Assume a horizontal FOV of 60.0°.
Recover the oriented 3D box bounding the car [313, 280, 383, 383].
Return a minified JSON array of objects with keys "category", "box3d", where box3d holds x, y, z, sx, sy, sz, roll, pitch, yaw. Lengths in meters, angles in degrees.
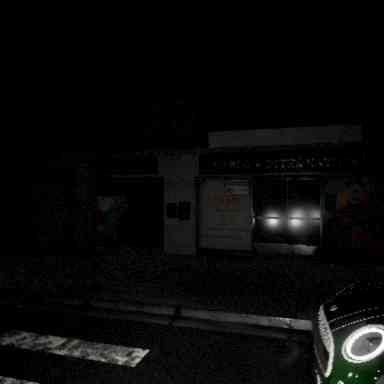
[{"category":"car","box3d":[3.581,1.355,3.202,4.553,1.767,2.097,0,-1,17]}]
